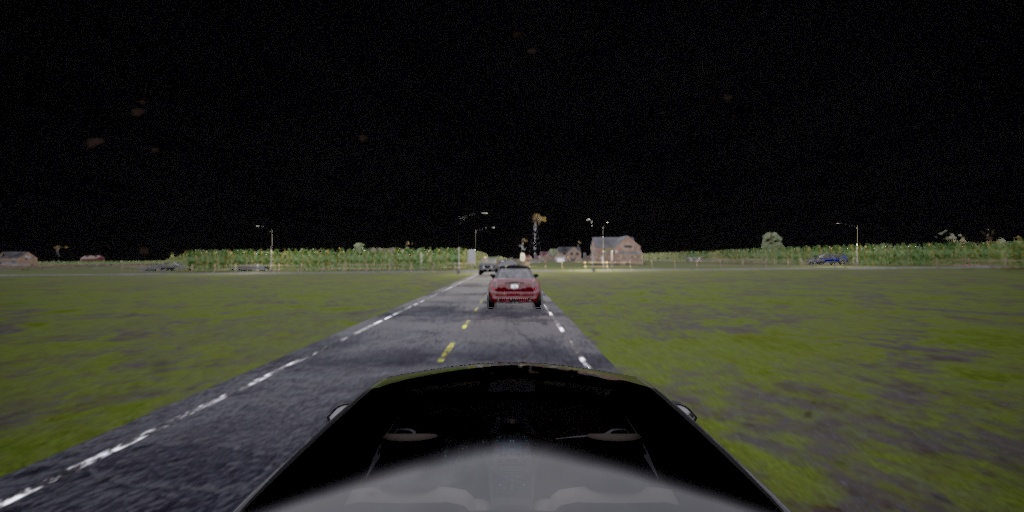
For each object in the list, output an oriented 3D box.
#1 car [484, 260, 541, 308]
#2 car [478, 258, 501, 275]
[{"bbox_3d":[0.098,1.177,15.721,2.097,1.767,4.553,0,0,0],"label":"car"},{"bbox_3d":[-2.761,1.215,43.192,2.150,2.045,5.566,0,-1,0],"label":"car"}]
